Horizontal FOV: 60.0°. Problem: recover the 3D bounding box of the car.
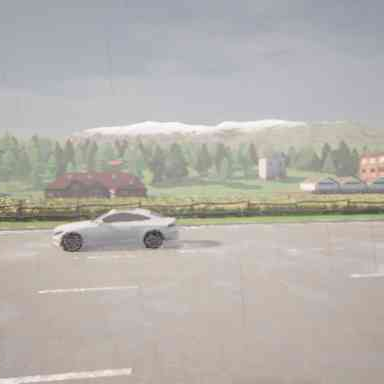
[{"bbox_3d":[-2.790,1.374,12.717,4.674,1.442,1.812,-1,1,-8],"label":"car"}]
